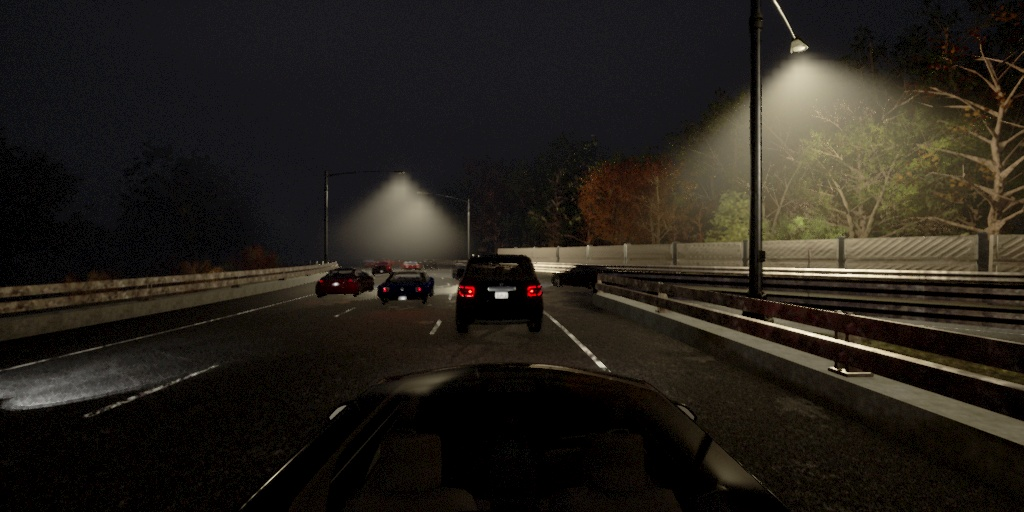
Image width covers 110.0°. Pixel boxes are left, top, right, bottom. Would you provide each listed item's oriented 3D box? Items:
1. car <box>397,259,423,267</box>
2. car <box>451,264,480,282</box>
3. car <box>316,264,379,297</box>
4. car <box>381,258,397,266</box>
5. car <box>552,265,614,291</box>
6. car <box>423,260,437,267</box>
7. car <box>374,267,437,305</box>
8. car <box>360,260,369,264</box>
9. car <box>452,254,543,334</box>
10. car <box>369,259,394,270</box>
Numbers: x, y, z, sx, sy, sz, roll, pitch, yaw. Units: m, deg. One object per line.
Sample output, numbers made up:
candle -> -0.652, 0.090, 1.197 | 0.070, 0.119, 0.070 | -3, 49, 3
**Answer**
car -> -12.743, 1.332, 44.755 | 1.895, 1.301, 4.718 | 0, 0, -23
car -> -4.005, 1.339, 30.254 | 1.895, 1.301, 4.718 | 0, 0, -14
car -> -8.602, 1.307, 18.791 | 1.994, 1.385, 4.181 | 0, 0, -9
car -> -21.635, 1.076, 61.128 | 2.097, 1.767, 4.553 | 0, 0, -33
car -> 4.448, 1.267, 21.575 | 1.812, 1.442, 4.674 | 0, 0, -37
car -> -12.135, 1.235, 51.508 | 1.837, 1.490, 4.892 | 0, 1, -26
car -> -4.594, 1.344, 16.200 | 1.895, 1.301, 4.718 | 0, 0, -8
car -> -22.561, 1.274, 56.165 | 2.033, 1.411, 5.357 | 0, 0, -32
car -> -0.468, 0.969, 10.764 | 2.150, 2.045, 5.566 | 0, 0, -5
car -> -13.101, 1.261, 36.051 | 1.812, 1.442, 4.674 | 0, 0, -20
